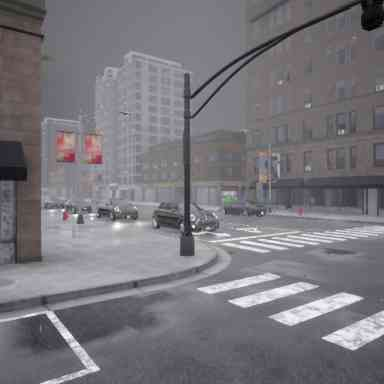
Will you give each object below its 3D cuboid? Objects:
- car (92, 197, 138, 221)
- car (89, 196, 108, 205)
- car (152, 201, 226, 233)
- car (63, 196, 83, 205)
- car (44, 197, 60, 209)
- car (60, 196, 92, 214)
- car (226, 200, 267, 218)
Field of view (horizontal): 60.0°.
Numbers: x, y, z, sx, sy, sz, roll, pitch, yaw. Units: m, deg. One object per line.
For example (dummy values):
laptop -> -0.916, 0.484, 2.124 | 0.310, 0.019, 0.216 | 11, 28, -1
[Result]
car -> -6.156, 1.318, 27.175 | 2.097, 1.767, 4.553 | 0, 0, -36
car -> -16.442, 1.470, 58.370 | 1.994, 1.385, 4.181 | 0, 0, -36
car -> -0.471, 1.332, 19.316 | 2.097, 1.767, 4.553 | 0, 0, -36
car -> -21.379, 1.451, 59.665 | 2.033, 1.411, 5.357 | 0, 0, -36
car -> -18.277, 1.439, 44.015 | 1.837, 1.490, 4.892 | 0, 0, -35
car -> -12.216, 1.455, 35.567 | 1.837, 1.490, 4.892 | 0, 0, -36
car -> 4.413, 1.464, 29.541 | 1.837, 1.490, 4.892 | 0, 0, -36
